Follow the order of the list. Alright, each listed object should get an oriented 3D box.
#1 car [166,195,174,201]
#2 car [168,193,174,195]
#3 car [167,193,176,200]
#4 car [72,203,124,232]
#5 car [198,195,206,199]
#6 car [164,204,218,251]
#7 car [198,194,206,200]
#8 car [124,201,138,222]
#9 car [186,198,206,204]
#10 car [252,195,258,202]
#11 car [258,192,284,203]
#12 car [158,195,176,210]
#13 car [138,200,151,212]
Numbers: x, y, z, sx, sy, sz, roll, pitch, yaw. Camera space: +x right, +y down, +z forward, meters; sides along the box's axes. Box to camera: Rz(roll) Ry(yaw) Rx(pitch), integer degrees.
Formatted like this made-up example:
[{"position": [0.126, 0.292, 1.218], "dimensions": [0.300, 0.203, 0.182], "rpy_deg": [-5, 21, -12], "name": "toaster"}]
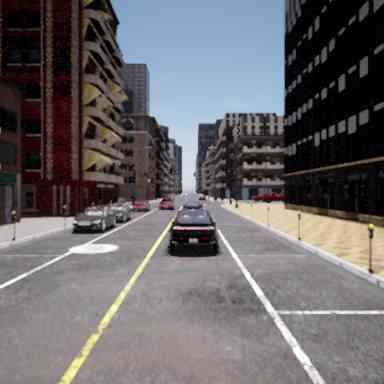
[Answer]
[{"position": [-5.695, 1.481, 85.894], "dimensions": [1.752, 1.417, 4.829], "rpy_deg": [0, 0, 0], "name": "car"}, {"position": [-5.694, 1.522, 80.382], "dimensions": [1.947, 1.339, 4.313], "rpy_deg": [0, 0, 0], "name": "car"}, {"position": [-5.695, 1.271, 91.747], "dimensions": [2.192, 1.841, 5.009], "rpy_deg": [0, 0, 0], "name": "car"}, {"position": [-5.693, 1.533, 19.793], "dimensions": [2.008, 1.369, 4.403], "rpy_deg": [0, 0, 0], "name": "car"}, {"position": [2.685, 1.396, 86.067], "dimensions": [1.967, 1.590, 4.097], "rpy_deg": [0, 0, 0], "name": "car"}, {"position": [0.070, 1.479, 14.047], "dimensions": [2.128, 1.511, 4.902], "rpy_deg": [0, 0, 0], "name": "car"}, {"position": [2.685, 1.396, 91.749], "dimensions": [1.967, 1.590, 4.097], "rpy_deg": [0, 0, 0], "name": "car"}, {"position": [-5.693, 1.529, 25.441], "dimensions": [2.008, 1.369, 4.403], "rpy_deg": [0, 0, 0], "name": "car"}, {"position": [0.070, 1.539, 29.501], "dimensions": [1.994, 1.385, 4.181], "rpy_deg": [0, 0, 0], "name": "car"}, {"position": [14.556, 0.966, 66.698], "dimensions": [5.009, 1.841, 2.192], "rpy_deg": [-1, 1, 0], "name": "car"}, {"position": [14.691, 0.986, 58.320], "dimensions": [5.009, 1.841, 2.192], "rpy_deg": [-1, 1, 0], "name": "car"}, {"position": [-3.077, 1.493, 41.502], "dimensions": [1.812, 1.442, 4.674], "rpy_deg": [0, 0, 0], "name": "car"}, {"position": [-5.743, 1.551, 38.358], "dimensions": [1.802, 1.307, 4.206], "rpy_deg": [0, 0, 0], "name": "car"}]
